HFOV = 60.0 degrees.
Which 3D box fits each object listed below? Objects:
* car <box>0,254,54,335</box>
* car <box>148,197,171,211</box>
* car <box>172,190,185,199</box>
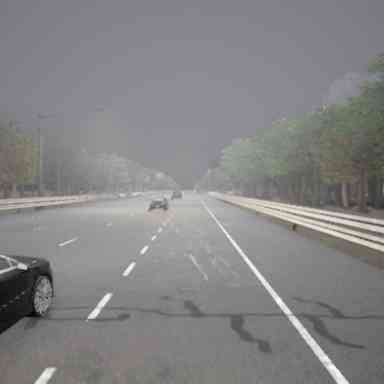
[{"bbox_3d":[-3.503,1.451,4.355,2.128,1.511,4.902,0,1,0],"label":"car"},{"bbox_3d":[-3.481,1.223,35.864,1.812,1.442,4.674,0,0,0],"label":"car"},{"bbox_3d":[-3.340,0.601,75.156,2.150,2.045,5.566,0,0,0],"label":"car"}]
